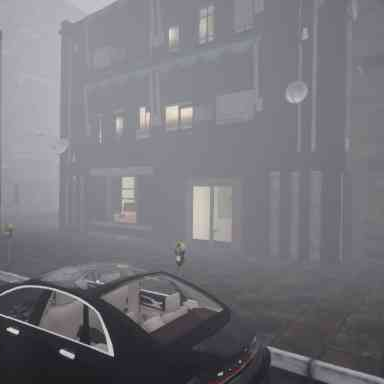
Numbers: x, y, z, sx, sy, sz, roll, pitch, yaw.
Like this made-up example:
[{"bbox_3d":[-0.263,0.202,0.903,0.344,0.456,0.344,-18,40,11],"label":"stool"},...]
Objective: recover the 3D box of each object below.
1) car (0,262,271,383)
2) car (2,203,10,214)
[{"bbox_3d":[-1.294,1.550,3.935,4.403,1.369,2.008,0,1,35],"label":"car"},{"bbox_3d":[-21.533,1.623,34.881,2.008,1.369,4.403,1,0,36],"label":"car"}]
